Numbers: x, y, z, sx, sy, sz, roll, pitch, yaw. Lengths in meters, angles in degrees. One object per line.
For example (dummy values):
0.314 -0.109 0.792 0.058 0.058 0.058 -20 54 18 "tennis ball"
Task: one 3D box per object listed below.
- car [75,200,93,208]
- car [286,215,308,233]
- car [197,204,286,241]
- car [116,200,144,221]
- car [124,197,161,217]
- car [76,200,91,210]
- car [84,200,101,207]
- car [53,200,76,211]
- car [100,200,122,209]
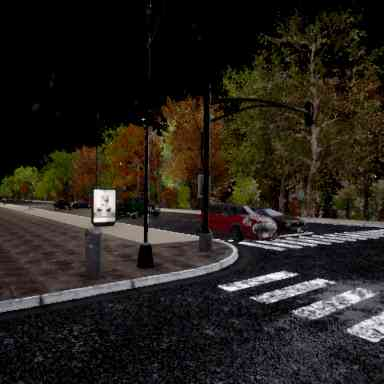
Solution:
-19.897 2.168 61.016 1.812 1.442 4.674 1 -1 -35 "car"
4.251 1.658 20.073 2.033 1.411 5.357 1 -1 -35 "car"
2.180 1.401 16.902 2.097 1.767 4.553 1 -1 -31 "car"
-6.479 1.718 29.872 1.837 1.490 4.892 1 -1 -35 "car"
-5.287 1.504 33.864 2.150 2.045 5.566 1 -1 -35 "car"
-17.135 2.068 51.147 1.994 1.385 4.181 1 -1 -35 "car"
-19.990 2.298 66.874 1.994 1.385 4.181 1 -1 -35 "car"
-18.401 1.936 47.230 1.837 1.490 4.892 1 -2 -34 "car"
-14.256 2.124 58.589 2.128 1.511 4.902 1 -1 -35 "car"
